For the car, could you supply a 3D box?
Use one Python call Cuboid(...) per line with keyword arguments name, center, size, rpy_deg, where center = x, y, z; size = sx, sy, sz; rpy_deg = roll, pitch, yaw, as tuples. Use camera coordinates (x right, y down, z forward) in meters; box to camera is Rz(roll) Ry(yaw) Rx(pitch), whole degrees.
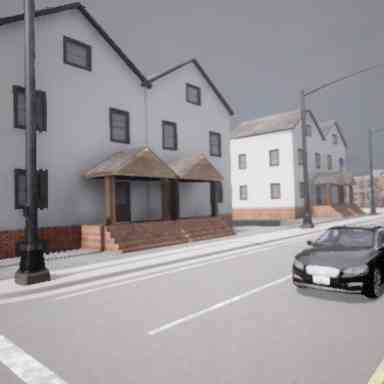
Cuboid(name="car", center=(4.470, 1.682, 9.139), size=(2.128, 1.511, 4.902), rpy_deg=(-3, -3, 42))
